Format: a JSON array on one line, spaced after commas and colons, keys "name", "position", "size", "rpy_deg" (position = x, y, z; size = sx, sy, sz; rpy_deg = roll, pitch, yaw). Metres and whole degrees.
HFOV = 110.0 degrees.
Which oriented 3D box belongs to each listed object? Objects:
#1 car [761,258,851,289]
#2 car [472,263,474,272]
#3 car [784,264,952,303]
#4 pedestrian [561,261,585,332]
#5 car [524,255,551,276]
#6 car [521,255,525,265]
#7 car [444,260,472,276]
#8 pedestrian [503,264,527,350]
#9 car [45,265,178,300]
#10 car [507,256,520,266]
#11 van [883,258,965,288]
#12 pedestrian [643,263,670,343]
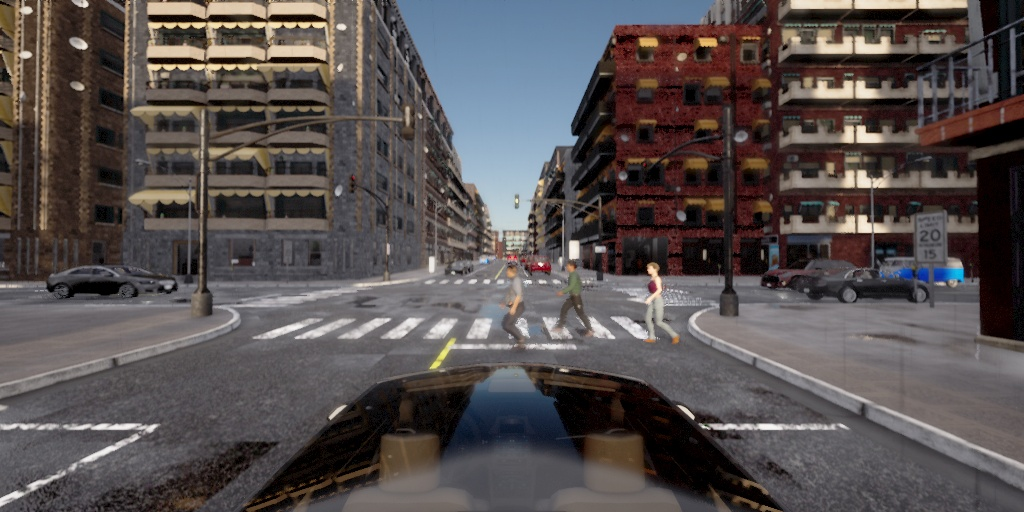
[{"name": "car", "position": [16.225, 0.988, 19.493], "size": [4.553, 1.767, 2.097], "rpy_deg": [0, -1, 0]}, {"name": "car", "position": [-5.276, 1.104, 39.903], "size": [1.948, 1.339, 4.313], "rpy_deg": [0, 0, 0]}, {"name": "car", "position": [13.757, 1.112, 14.073], "size": [4.403, 1.370, 2.007], "rpy_deg": [0, 0, 0]}, {"name": "pedestrian", "position": [1.455, 0.990, 8.600], "size": [0.375, 1.860, 0.375], "rpy_deg": [1, -1, 0]}, {"name": "car", "position": [2.600, 0.882, 34.379], "size": [2.192, 1.841, 5.009], "rpy_deg": [0, 0, 0]}, {"name": "car", "position": [2.611, 0.826, 45.502], "size": [2.192, 1.841, 5.009], "rpy_deg": [0, 0, 0]}, {"name": "car", "position": [-5.281, 1.134, 34.342], "size": [1.948, 1.339, 4.313], "rpy_deg": [0, 0, 0]}, {"name": "pedestrian", "position": [0.060, 1.012, 7.400], "size": [0.375, 1.860, 0.375], "rpy_deg": [1, -1, 0]}, {"name": "car", "position": [-18.421, 1.182, 16.662], "size": [4.902, 1.511, 2.128], "rpy_deg": [0, -1, 0]}, {"name": "car", "position": [0.065, 1.053, 63.992], "size": [1.895, 1.301, 4.718], "rpy_deg": [0, 0, 0]}, {"name": "van", "position": [24.923, 0.994, 21.914], "size": [3.998, 1.789, 1.690], "rpy_deg": [0, 0, 0]}, {"name": "pedestrian", "position": [3.182, 1.009, 7.997], "size": [0.375, 1.860, 0.375], "rpy_deg": [1, -1, 0]}]
